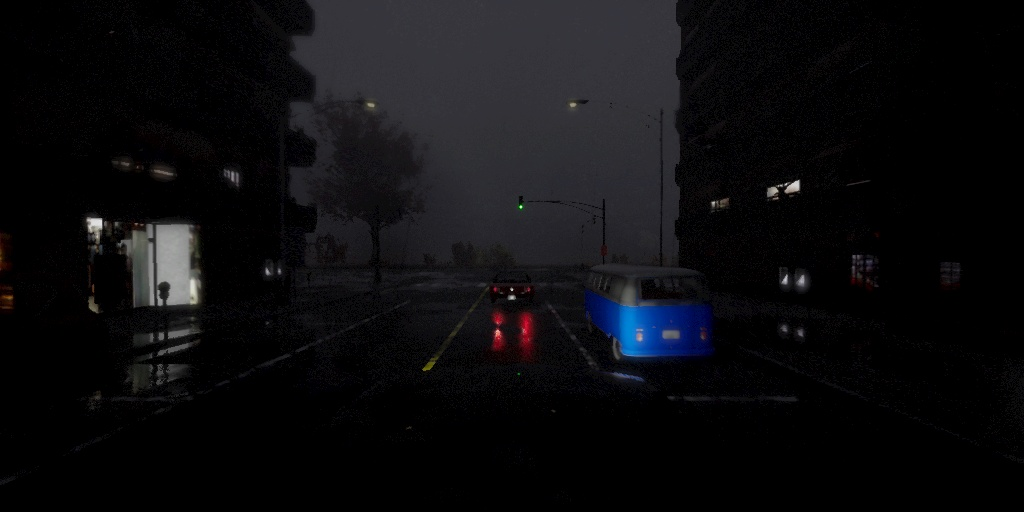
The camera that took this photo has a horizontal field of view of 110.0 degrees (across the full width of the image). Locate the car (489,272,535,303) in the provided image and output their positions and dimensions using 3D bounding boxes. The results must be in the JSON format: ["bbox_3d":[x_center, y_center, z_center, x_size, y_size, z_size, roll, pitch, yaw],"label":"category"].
[{"bbox_3d":[0.000,1.360,16.531,1.895,1.301,4.718,0,0,0],"label":"car"}]

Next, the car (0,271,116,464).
[{"bbox_3d":[-5.692,1.064,2.153,2.192,1.841,5.009,0,0,0],"label":"car"}]

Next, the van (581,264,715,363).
[{"bbox_3d":[2.689,1.088,7.866,1.690,1.789,3.998,0,0,0],"label":"van"}]
